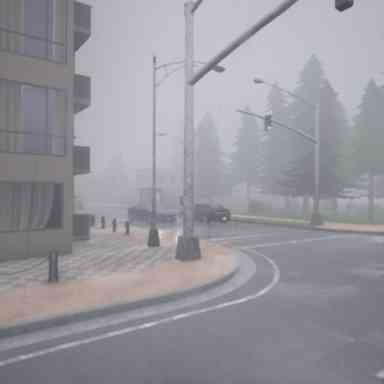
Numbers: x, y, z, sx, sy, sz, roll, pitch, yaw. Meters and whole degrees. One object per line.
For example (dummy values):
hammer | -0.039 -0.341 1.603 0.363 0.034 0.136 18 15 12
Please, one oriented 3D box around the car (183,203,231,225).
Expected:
car | 0.850 1.586 24.885 1.837 1.490 4.892 0 -1 -35

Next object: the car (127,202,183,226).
car | -2.966 1.522 24.066 1.882 1.535 5.008 0 0 -35

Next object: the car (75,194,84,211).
car | -15.420 1.270 42.062 2.150 2.045 5.566 0 -1 -34
